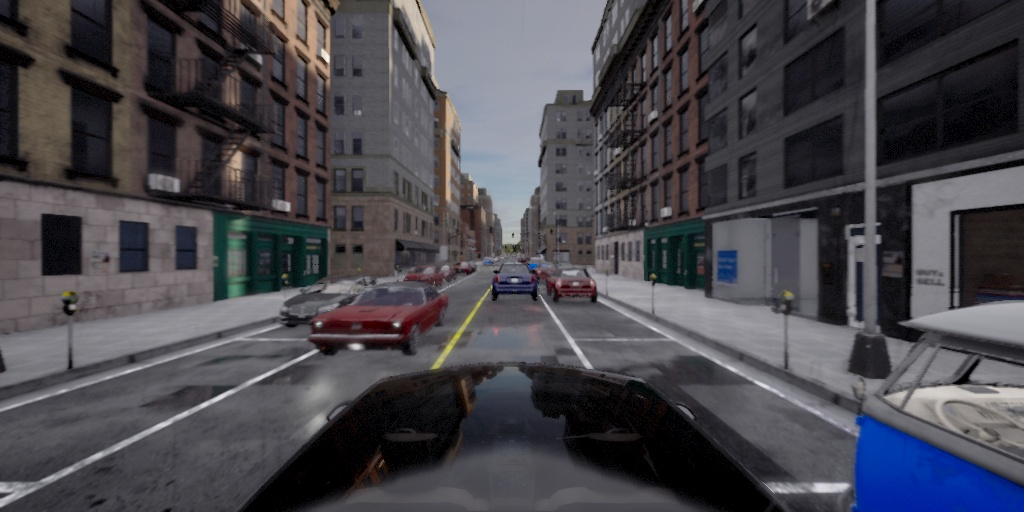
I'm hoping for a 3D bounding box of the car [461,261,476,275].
[{"bbox_3d":[-5.324,1.289,38.901,1.888,1.381,4.507,0,0,0],"label":"car"}]

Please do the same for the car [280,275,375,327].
[{"bbox_3d":[-5.372,1.299,11.345,2.007,1.370,4.403,0,0,0],"label":"car"}]

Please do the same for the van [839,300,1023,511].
[{"bbox_3d":[2.634,1.091,0.310,1.690,1.789,3.998,0,0,0],"label":"van"}]

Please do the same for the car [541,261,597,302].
[{"bbox_3d":[2.663,1.188,16.842,1.967,1.591,4.097,0,0,0],"label":"car"}]

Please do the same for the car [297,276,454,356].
[{"bbox_3d":[-2.839,1.350,8.754,1.895,1.301,4.718,0,0,0],"label":"car"}]

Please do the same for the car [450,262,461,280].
[{"bbox_3d":[-5.343,1.329,27.878,1.802,1.307,4.207,0,0,0],"label":"car"}]

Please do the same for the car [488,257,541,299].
[{"bbox_3d":[0.126,1.100,18.029,2.097,1.767,4.553,0,0,0],"label":"car"}]

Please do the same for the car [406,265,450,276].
[{"bbox_3d":[-5.353,1.293,22.367,1.888,1.381,4.507,0,0,0],"label":"car"}]

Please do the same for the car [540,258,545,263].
[{"bbox_3d":[2.682,1.186,27.865,1.967,1.591,4.097,0,0,0],"label":"car"}]
